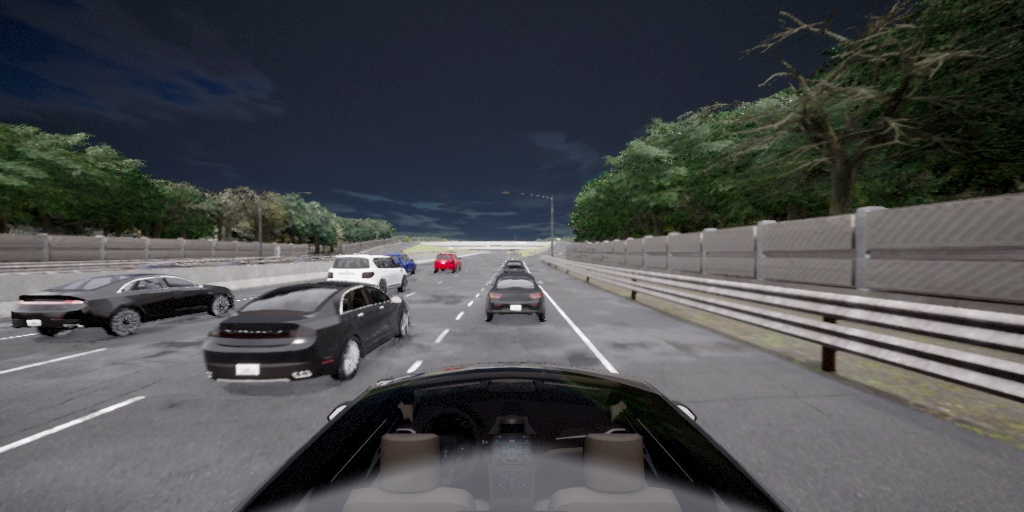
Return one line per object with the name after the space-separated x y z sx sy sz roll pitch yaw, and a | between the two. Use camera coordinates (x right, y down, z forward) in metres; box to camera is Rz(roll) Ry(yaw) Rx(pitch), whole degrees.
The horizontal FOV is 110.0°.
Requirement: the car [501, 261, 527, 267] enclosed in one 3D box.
0.179 1.124 30.616 1.837 1.490 4.892 0 1 0 | car

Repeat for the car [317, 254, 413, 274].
-6.878 0.956 17.625 2.150 2.045 5.566 0 0 0 | car

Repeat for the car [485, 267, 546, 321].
0.110 1.276 12.342 1.812 1.442 4.674 0 0 0 | car

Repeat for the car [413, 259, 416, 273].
-10.313 0.816 32.332 2.150 2.045 5.566 0 1 0 | car

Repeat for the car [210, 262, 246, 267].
-24.514 1.178 30.910 1.994 1.385 4.181 0 1 0 | car

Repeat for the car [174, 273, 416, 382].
-3.498 1.255 7.170 1.837 1.490 4.892 0 0 0 | car

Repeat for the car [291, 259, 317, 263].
-20.979 1.025 36.127 2.128 1.511 4.902 0 1 0 | car

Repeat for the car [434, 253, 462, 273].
-6.774 0.719 38.194 2.150 2.045 5.566 0 1 0 | car

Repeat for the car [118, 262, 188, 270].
-28.034 1.254 27.649 1.895 1.301 4.718 0 1 0 | car

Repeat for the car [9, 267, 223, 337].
-10.394 1.241 10.227 2.128 1.511 4.902 0 0 0 | car
